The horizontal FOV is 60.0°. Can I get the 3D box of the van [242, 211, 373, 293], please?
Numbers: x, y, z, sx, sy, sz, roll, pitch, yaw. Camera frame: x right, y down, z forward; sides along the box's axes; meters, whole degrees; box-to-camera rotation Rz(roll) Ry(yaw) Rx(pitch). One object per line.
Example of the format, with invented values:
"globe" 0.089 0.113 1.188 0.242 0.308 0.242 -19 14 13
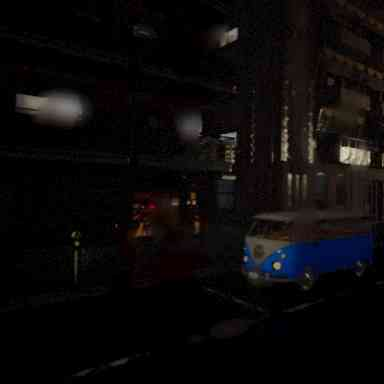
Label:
"van" 3.130 1.412 8.794 3.998 1.788 1.690 1 0 -36
